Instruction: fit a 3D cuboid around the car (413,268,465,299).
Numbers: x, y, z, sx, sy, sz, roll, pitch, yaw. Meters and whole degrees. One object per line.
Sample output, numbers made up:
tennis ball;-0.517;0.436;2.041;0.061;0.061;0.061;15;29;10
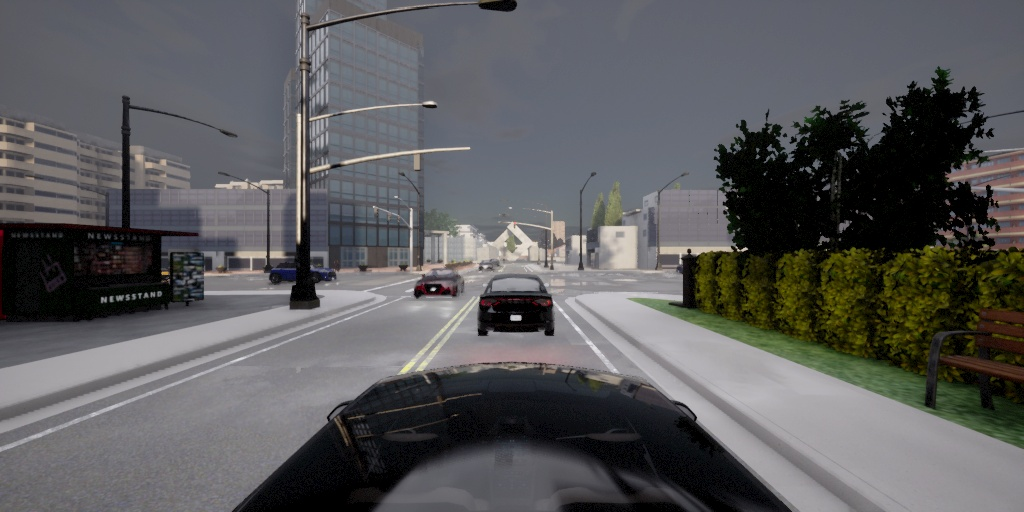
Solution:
car;-3.531;1.322;18.055;1.994;1.385;4.181;0;0;0

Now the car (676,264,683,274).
car;20.294;1.056;38.904;4.553;1.767;2.097;0;0;0

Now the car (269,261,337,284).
car;-16.274;1.210;28.084;4.553;1.767;2.097;-1;0;0

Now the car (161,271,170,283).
car;-29.492;1.498;28.041;5.008;1.535;1.882;-1;0;0

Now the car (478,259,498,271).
car;-3.365;1.241;47.288;2.128;1.511;4.902;0;0;-1

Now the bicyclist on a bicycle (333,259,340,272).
bicyclist on a bicycle;-21.803;1.216;44.543;0.582;1.620;1.656;-1;0;0

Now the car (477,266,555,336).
car;0.114;1.228;10.474;1.882;1.535;5.008;0;0;1
